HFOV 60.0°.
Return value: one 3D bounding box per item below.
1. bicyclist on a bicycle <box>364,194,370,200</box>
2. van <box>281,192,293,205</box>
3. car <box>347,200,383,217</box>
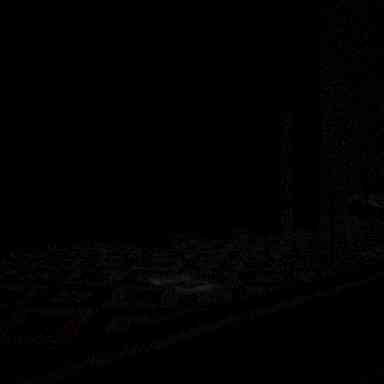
[{"bbox_3d":[20.789,1.029,39.608,1.656,1.620,0.582,0,1,-36],"label":"bicyclist on a bicycle"},{"bbox_3d":[12.199,0.930,46.548,1.690,1.788,3.998,1,0,-36],"label":"van"},{"bbox_3d":[14.771,1.366,28.275,2.008,1.369,4.403,1,0,-36],"label":"car"}]
